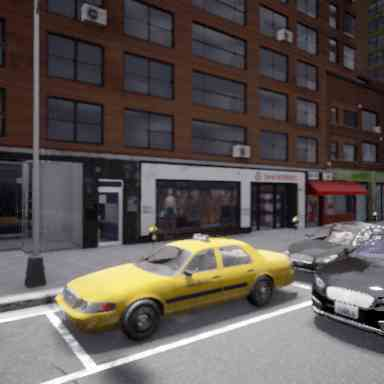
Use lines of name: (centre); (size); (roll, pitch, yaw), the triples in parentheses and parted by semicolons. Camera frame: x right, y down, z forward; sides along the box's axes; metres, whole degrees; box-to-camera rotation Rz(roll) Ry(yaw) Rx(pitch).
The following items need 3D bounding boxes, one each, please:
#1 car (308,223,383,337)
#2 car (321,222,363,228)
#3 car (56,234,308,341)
car: (4.311, 1.522, 6.449); (4.902, 1.511, 2.128); (0, 0, -36)
car: (4.553, 1.592, 9.773); (4.403, 1.369, 2.008); (0, 0, -35)
car: (-0.025, 1.542, 6.513); (4.829, 1.417, 1.752); (0, 0, -35)
